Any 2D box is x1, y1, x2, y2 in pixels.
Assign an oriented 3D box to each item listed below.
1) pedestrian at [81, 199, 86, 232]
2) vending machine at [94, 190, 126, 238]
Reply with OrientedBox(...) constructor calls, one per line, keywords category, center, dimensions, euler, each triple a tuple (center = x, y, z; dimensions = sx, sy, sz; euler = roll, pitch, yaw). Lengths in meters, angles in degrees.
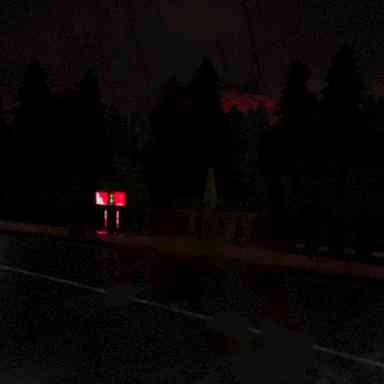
OrientedBox(category="pedestrian", center=(-5.123, 0.898, 15.055), dimensions=(0.375, 1.860, 0.375), euler=(1, 1, 29))
OrientedBox(category="vending machine", center=(-3.782, 0.968, 15.423), dimensions=(0.880, 2.100, 1.100), euler=(1, 1, 29))
